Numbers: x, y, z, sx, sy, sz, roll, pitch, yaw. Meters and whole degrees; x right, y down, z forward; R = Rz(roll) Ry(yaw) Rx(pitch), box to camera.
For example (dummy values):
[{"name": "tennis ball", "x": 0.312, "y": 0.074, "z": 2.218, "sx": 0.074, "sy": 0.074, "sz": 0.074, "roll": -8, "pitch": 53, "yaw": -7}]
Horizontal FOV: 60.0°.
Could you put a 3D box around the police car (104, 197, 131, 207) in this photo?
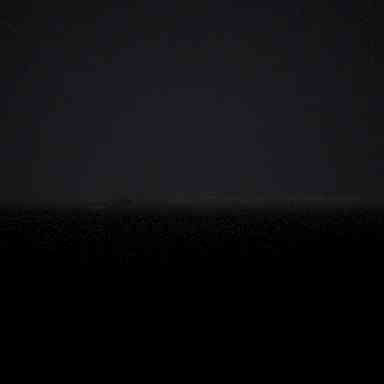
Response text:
[{"name": "police car", "x": -12.660, "y": 1.717, "z": 56.593, "sx": 1.930, "sy": 1.638, "sz": 5.238, "roll": 0, "pitch": -1, "yaw": 35}]
